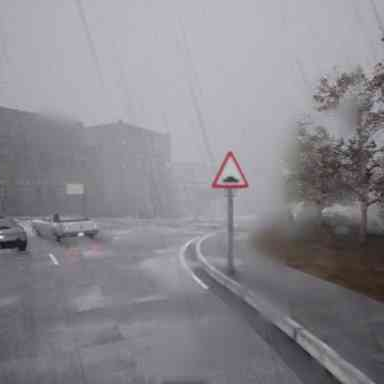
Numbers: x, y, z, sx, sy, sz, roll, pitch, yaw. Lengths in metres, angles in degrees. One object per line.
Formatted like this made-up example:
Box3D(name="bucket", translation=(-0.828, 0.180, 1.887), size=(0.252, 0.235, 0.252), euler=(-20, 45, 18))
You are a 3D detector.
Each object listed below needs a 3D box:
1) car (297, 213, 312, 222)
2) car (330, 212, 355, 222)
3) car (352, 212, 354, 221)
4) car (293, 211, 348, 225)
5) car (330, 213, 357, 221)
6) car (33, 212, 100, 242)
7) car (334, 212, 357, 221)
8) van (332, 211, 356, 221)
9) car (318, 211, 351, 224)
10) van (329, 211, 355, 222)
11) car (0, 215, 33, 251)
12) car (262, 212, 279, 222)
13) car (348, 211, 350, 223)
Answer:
Box3D(name="car", translation=(20.247, 4.559, 59.746), size=(1.812, 1.442, 4.674), euler=(-1, -4, 28))
Box3D(name="car", translation=(29.894, 4.919, 66.070), size=(4.553, 1.767, 2.185), euler=(-1, -3, 28))
Box3D(name="car", translation=(19.283, 3.701, 46.645), size=(5.366, 1.575, 1.946), euler=(-1, -4, 28))
Box3D(name="car", translation=(14.236, 2.954, 36.877), size=(4.892, 1.521, 2.231), euler=(-1, -4, 28))
Box3D(name="car", translation=(31.156, 5.187, 68.362), size=(4.892, 1.521, 2.231), euler=(-1, -3, 28))
Box3D(name="car", translation=(-6.613, 1.681, 17.026), size=(1.895, 1.301, 4.718), euler=(-1, 0, -42))
Box3D(name="car", translation=(33.794, 5.345, 73.200), size=(4.553, 1.767, 2.185), euler=(-1, -3, 28))
Box3D(name="van", translation=(32.366, 5.108, 70.852), size=(4.442, 1.987, 1.878), euler=(-1, -3, 28))
Box3D(name="car", translation=(22.022, 3.933, 51.417), size=(4.553, 1.767, 2.185), euler=(-1, -4, 28))
Box3D(name="van", translation=(28.663, 4.655, 63.468), size=(4.442, 1.987, 1.878), euler=(-1, -4, 28))
Box3D(name="car", translation=(-8.302, 1.661, 13.891), size=(1.994, 1.385, 4.181), euler=(0, 0, -37))
Box3D(name="car", translation=(12.444, 3.903, 52.092), size=(2.128, 1.511, 4.902), euler=(-1, -4, 28))
Box3D(name="car", translation=(15.538, 3.144, 39.298), size=(5.008, 1.535, 2.097), euler=(-1, -4, 28))
